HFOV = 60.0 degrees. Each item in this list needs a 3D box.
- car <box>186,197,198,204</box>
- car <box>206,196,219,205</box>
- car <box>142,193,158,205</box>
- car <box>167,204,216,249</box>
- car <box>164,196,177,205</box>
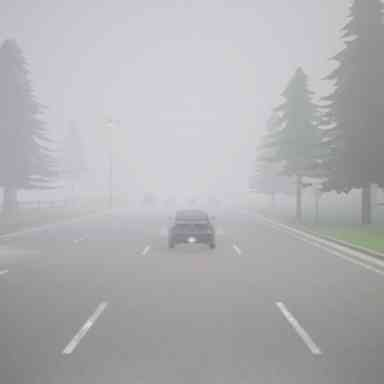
[{"bbox_3d":[-0.009,1.475,55.924,2.033,1.411,5.357,0,0,0],"label":"car"},{"bbox_3d":[3.491,1.432,55.924,1.837,1.490,4.892,0,0,0],"label":"car"},{"bbox_3d":[-7.009,1.149,55.952,2.150,2.045,5.566,0,0,0],"label":"car"},{"bbox_3d":[-0.006,1.487,14.477,1.837,1.490,4.892,0,0,0],"label":"car"},{"bbox_3d":[-3.509,1.453,55.923,1.812,1.442,4.674,0,0,0],"label":"car"}]
